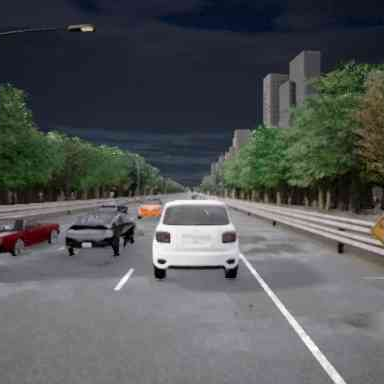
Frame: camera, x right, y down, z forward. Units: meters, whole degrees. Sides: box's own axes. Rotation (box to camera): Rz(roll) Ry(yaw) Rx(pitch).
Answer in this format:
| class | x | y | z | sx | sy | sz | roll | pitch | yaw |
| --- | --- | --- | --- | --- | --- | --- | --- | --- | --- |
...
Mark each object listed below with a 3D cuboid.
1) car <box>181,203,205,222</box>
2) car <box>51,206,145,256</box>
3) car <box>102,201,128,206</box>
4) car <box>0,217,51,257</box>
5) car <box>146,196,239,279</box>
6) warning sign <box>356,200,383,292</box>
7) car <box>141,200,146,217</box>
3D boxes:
| class | x | y | z | sx | sy | sz | roll | pitch | yaw |
| --- | --- | --- | --- | --- | --- | --- | --- | --- | --- |
| car | 0.094 | 1.669 | 28.059 | 1.895 | 1.301 | 4.718 | 0 | 0 | 0 |
| car | -3.414 | 1.520 | 13.258 | 2.128 | 1.511 | 4.902 | 0 | 0 | 0 |
| car | -6.902 | 1.564 | 29.610 | 2.128 | 1.511 | 4.902 | 0 | 0 | 0 |
| car | -6.913 | 1.629 | 12.986 | 1.895 | 1.301 | 4.718 | 0 | 0 | 0 |
| car | 0.083 | 1.240 | 10.273 | 2.150 | 2.045 | 5.566 | 0 | -1 | 0 |
| warning sign | 4.557 | 1.131 | 7.365 | 1.300 | 1.860 | 1.060 | 0 | 0 | 0 |
| car | -3.403 | 1.424 | 29.374 | 2.097 | 1.767 | 4.553 | 0 | 0 | 0 |
